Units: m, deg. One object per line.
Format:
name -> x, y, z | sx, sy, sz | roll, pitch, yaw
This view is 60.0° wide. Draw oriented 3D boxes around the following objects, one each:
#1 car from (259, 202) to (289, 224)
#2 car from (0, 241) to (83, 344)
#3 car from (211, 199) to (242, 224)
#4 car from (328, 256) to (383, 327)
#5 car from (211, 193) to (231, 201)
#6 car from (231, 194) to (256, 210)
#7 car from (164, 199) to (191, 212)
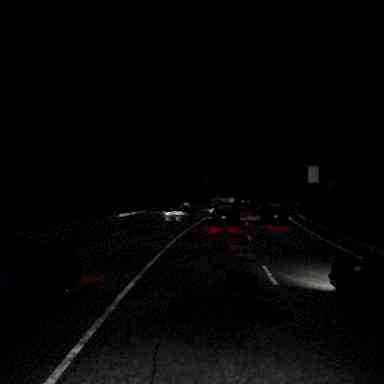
car -> 6.162, 1.491, 25.136 | 1.882, 1.535, 5.008 | 0, 0, 11
car -> -3.411, 1.540, 5.095 | 2.033, 1.411, 5.357 | 0, 0, 2
car -> 2.570, 1.527, 24.925 | 1.812, 1.442, 4.674 | 0, 0, 10
car -> 3.780, 1.555, 4.750 | 2.033, 1.411, 5.357 | 0, 0, 2
car -> 4.253, 1.218, 46.357 | 2.150, 2.045, 5.566 | 0, 0, 19
car -> 6.872, 1.233, 42.413 | 2.150, 2.045, 5.566 | 0, 0, 17
car -> -1.579, 1.529, 39.243 | 2.033, 1.411, 5.357 | 0, 0, 15
